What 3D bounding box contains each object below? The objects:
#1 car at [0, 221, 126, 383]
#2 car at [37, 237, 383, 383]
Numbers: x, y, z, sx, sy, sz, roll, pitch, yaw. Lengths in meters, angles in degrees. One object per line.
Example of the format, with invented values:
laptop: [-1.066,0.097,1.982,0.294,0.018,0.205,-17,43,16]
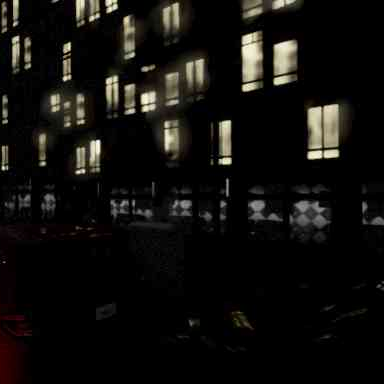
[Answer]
car: [-2.852,1.367,4.903,5.009,1.841,2.192,-1,0,35]
car: [1.646,1.311,1.697,5.009,1.841,2.192,-1,0,35]
